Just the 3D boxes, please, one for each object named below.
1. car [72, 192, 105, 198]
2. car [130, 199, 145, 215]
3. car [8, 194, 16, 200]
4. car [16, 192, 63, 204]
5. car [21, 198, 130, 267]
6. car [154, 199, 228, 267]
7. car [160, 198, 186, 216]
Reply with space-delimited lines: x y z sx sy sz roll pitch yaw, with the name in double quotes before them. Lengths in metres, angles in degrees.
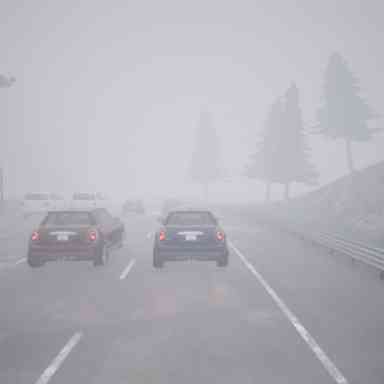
"car" -8.359 1.005 26.993 2.150 2.045 5.566 0 1 -7
"car" -5.412 1.314 30.845 1.994 1.385 4.181 0 1 -9
"car" -30.003 1.061 57.090 1.812 1.442 4.674 0 0 -18
"car" -11.880 1.006 26.958 2.150 2.045 5.566 0 1 -8
"car" -3.605 1.260 11.209 2.097 1.767 4.553 0 0 -2
"car" -0.106 1.259 11.222 2.097 1.767 4.553 0 0 -2
"car" -1.838 1.315 30.621 1.994 1.385 4.181 0 1 -8
